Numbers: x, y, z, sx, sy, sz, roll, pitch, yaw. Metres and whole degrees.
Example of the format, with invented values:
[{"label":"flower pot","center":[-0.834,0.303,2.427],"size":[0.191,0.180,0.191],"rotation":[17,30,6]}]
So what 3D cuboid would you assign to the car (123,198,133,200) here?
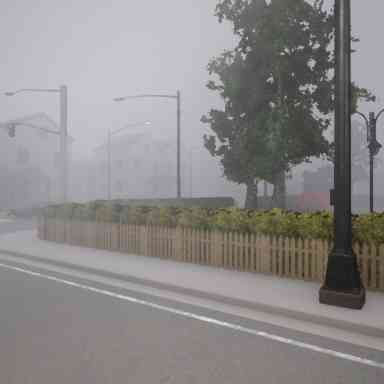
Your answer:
[{"label":"car","center":[-7.286,1.491,37.992],"size":[2.128,1.511,4.902],"rotation":[0,0,35]}]

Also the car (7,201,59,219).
[{"label":"car","center":[-13.231,1.547,29.448],"size":[2.033,1.411,5.357],"rotation":[0,0,35]}]

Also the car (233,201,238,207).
[{"label":"car","center":[5.067,1.601,49.275],"size":[1.895,1.301,4.718],"rotation":[0,0,35]}]
